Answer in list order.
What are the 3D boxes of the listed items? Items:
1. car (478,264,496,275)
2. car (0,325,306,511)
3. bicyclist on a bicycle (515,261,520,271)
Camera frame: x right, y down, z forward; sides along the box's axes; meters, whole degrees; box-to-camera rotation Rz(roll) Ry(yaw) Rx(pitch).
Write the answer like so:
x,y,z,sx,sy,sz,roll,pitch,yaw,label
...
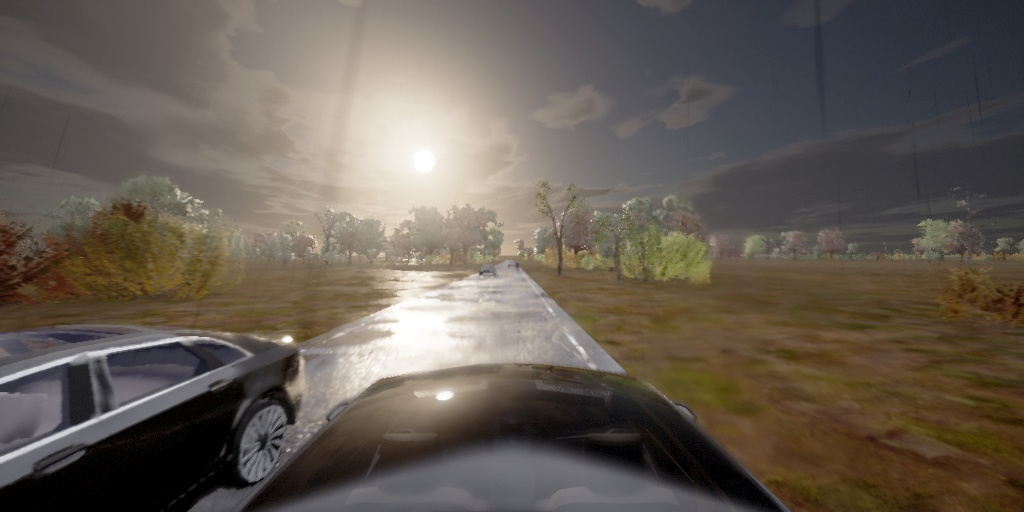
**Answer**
x,y,z,sx,sy,sz,roll,pitch,yaw,label
-3.055,1.695,45.050,1.994,1.385,4.181,0,-1,0,car
-3.100,1.242,1.807,2.128,1.511,4.902,0,-1,0,car
0.837,1.558,51.963,0.659,1.776,1.843,0,-1,0,bicyclist on a bicycle
